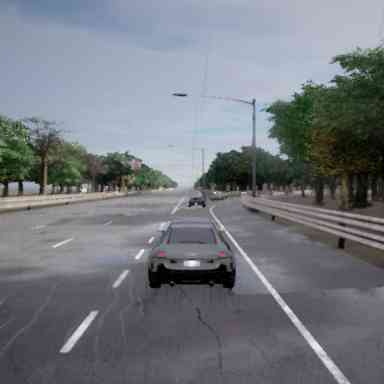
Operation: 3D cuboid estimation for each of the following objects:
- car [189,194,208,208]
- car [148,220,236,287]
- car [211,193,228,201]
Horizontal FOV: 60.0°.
[{"bbox_3d":[0.769,0.993,38.838,1.837,1.490,4.892,-1,1,7],"label":"car"},{"bbox_3d":[-0.003,1.447,8.979,1.994,1.385,4.181,0,1,0],"label":"car"},{"bbox_3d":[4.702,0.808,55.986,2.033,1.411,5.357,0,1,19],"label":"car"}]
